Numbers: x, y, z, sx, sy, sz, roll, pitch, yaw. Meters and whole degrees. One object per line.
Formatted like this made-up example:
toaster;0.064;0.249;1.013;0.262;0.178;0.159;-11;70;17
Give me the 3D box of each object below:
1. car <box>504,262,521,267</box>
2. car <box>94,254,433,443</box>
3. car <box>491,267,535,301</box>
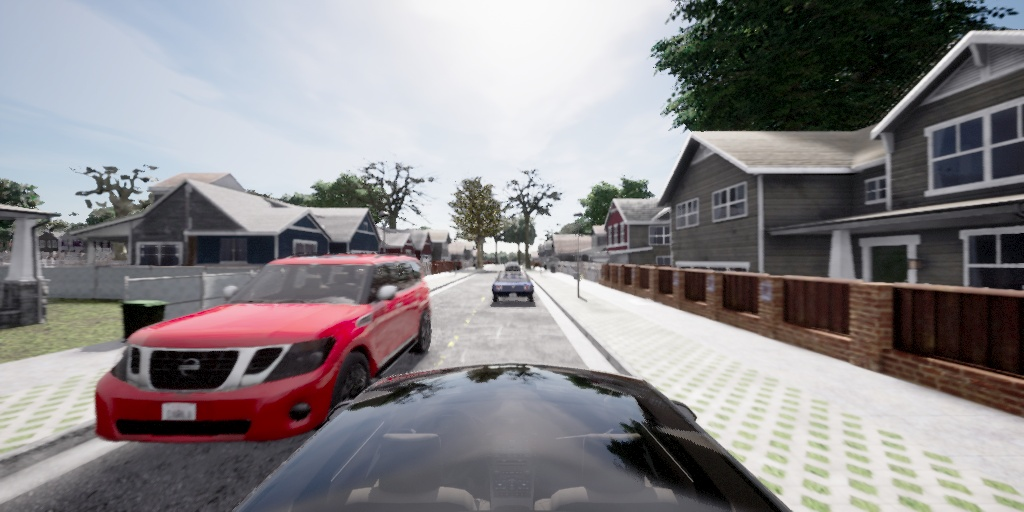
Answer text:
car;0.080;1.501;43.111;1.837;1.490;4.892;0;-1;0
car;-2.831;0.982;5.824;2.150;2.045;5.566;0;0;0
car;0.059;1.407;17.612;1.895;1.301;4.718;0;0;0
